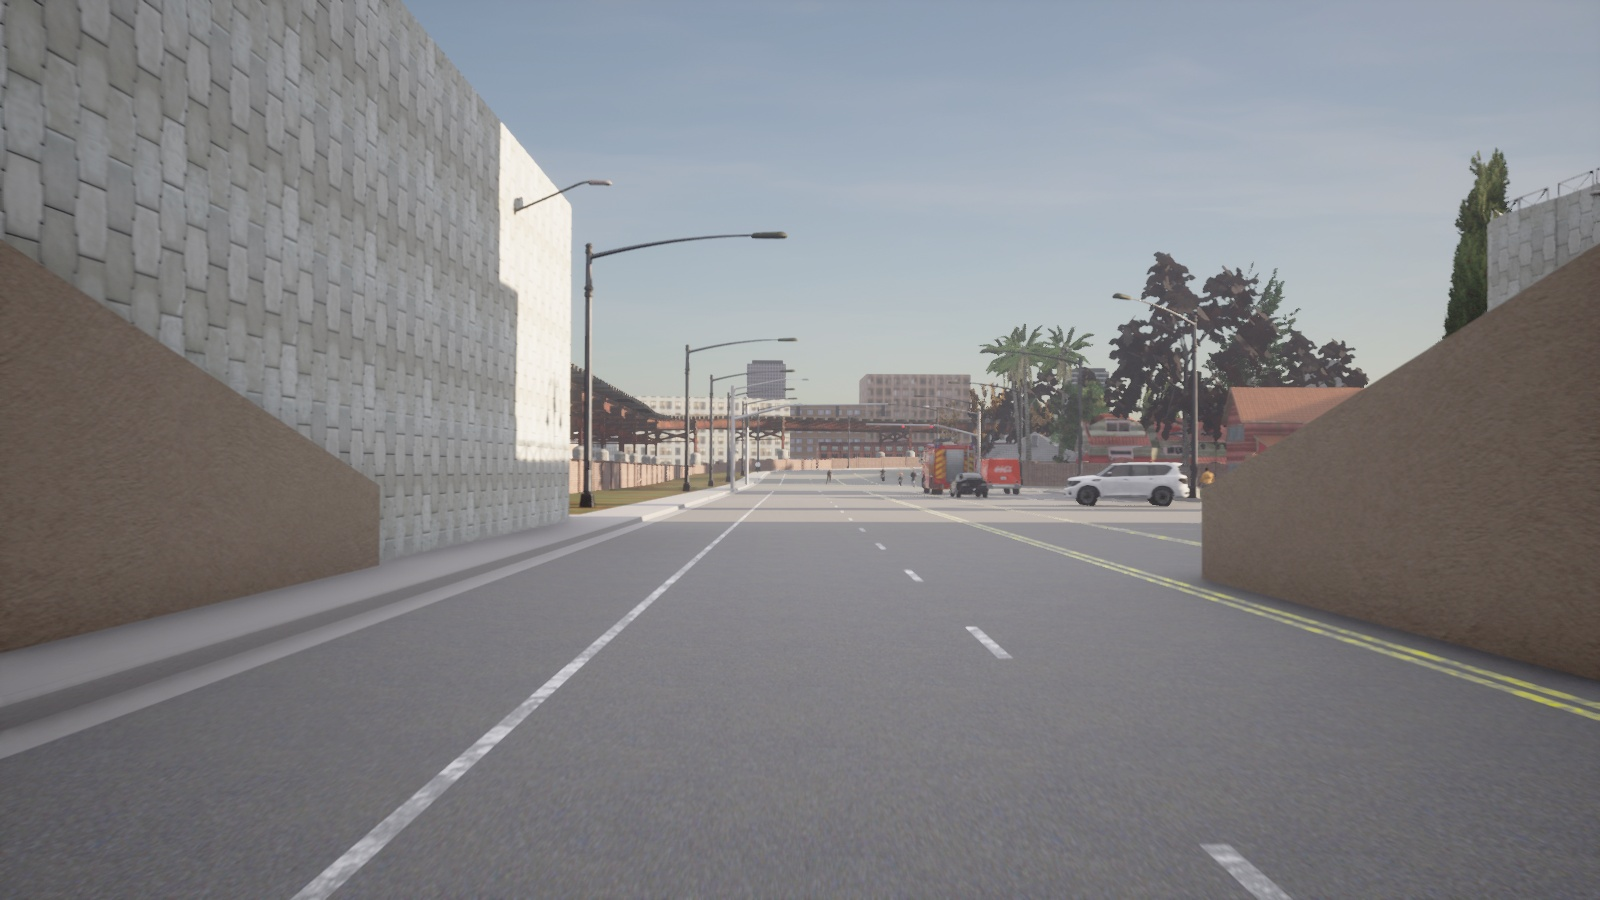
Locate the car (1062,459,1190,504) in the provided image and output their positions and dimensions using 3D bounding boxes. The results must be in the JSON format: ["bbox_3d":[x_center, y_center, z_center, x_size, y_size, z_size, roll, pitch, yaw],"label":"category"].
[{"bbox_3d":[14.981,1.444,57.991,5.566,2.045,2.150,0,-1,10],"label":"car"}]

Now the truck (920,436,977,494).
[{"bbox_3d":[10.272,1.077,87.729,2.891,3.827,8.468,0,-1,0],"label":"truck"}]

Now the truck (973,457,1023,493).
[{"bbox_3d":[13.774,1.737,87.663,2.627,2.467,5.204,0,-1,0],"label":"truck"}]

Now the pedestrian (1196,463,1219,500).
[{"bbox_3d":[20.863,1.603,64.278,0.874,1.855,0.900,0,-1,0],"label":"pedestrian"}]

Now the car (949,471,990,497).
[{"bbox_3d":[10.300,2.063,76.813,1.837,1.490,4.892,0,-1,0],"label":"car"}]
